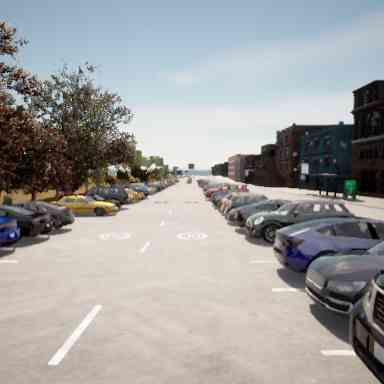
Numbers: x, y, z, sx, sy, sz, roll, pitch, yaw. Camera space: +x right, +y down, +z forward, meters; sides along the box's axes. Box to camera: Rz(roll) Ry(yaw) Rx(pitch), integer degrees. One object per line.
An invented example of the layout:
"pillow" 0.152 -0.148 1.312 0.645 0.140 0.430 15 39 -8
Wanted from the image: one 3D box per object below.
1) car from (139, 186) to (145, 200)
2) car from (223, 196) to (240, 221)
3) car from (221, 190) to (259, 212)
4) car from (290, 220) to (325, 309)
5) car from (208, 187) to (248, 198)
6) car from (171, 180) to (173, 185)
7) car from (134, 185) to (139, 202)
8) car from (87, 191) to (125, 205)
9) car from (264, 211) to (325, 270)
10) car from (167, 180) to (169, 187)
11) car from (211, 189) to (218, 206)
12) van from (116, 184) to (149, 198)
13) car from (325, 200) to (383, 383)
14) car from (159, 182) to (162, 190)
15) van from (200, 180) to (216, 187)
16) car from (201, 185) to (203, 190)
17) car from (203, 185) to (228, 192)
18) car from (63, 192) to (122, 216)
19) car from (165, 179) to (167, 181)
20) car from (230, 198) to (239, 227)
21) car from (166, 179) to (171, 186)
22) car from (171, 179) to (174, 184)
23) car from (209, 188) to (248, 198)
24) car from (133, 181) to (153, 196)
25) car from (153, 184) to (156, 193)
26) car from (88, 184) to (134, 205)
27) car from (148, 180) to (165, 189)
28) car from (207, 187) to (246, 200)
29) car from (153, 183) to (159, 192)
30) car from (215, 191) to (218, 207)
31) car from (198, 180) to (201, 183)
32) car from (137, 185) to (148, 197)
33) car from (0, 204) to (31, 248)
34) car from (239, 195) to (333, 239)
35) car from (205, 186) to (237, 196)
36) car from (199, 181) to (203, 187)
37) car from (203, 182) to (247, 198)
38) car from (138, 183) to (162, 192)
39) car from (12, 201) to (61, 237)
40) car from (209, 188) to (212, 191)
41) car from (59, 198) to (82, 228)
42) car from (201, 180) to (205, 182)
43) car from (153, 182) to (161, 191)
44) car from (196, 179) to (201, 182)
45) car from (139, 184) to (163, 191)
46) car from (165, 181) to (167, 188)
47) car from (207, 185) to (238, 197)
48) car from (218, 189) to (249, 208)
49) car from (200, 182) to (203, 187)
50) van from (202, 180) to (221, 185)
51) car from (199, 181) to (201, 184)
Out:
"car" -8.535 0.448 39.071 5.008 1.535 2.097 0 3 0
"car" 4.511 1.179 19.743 4.792 1.488 2.163 0 2 0
"car" 4.509 0.949 22.525 4.553 1.767 2.185 0 2 0
"car" 4.546 1.398 5.808 4.892 1.521 2.231 0 1 0
"car" 4.543 0.481 39.238 4.674 1.452 2.002 0 3 0
"car" -8.510 -2.052 92.049 4.792 1.488 2.163 0 3 0
"car" -8.571 0.448 36.283 4.553 1.767 2.185 0 2 0
"car" -8.545 0.901 27.924 5.008 1.535 2.097 0 2 0
"car" 4.569 1.398 8.588 4.792 1.488 2.163 0 1 0
"car" -8.544 -1.403 78.139 5.008 1.535 2.097 0 3 0
"car" 4.546 0.794 30.881 5.008 1.535 2.097 0 2 0
"van" -8.423 -0.174 47.530 4.442 1.987 1.878 0 3 0
"car" 4.511 1.164 3.017 5.566 2.045 2.435 0 0 0
"car" -8.568 -0.573 61.449 4.792 1.488 2.163 0 3 0
"van" 4.657 -2.443 94.829 4.442 1.987 1.878 0 3 0
"car" 4.355 0.048 47.576 5.366 1.575 1.946 0 3 0
"car" 4.538 -0.695 64.261 4.674 1.452 2.002 0 3 0
"car" -8.355 0.991 25.136 5.366 1.575 1.946 0 2 0
"car" -8.508 -1.393 75.352 4.553 1.767 2.185 0 3 0
"car" 4.569 1.247 16.956 4.792 1.488 2.163 0 1 0
"car" -8.512 -1.789 80.911 5.566 2.045 2.435 0 3 0
"car" -8.545 -2.218 94.831 5.008 1.535 2.097 0 3 0
"car" 4.545 0.685 33.669 5.008 1.535 2.097 0 2 0
"car" -8.511 -0.069 44.746 5.566 2.045 2.435 0 3 0
"car" -8.542 -0.169 53.106 4.674 1.452 2.002 0 3 0
"car" -8.568 0.549 30.702 5.566 2.045 2.435 0 2 0
"car" -8.512 -0.986 64.220 5.566 2.045 2.435 0 3 0
"car" 4.545 0.181 44.796 5.008 1.535 2.097 0 3 0
"car" -8.545 -0.340 55.886 5.008 1.535 2.097 0 3 0
"car" 4.537 0.936 28.096 4.674 1.452 2.002 0 2 0
"car" 4.534 -1.807 86.500 4.892 1.521 2.231 0 3 0
"car" -8.725 0.309 41.976 5.366 1.575 1.946 0 3 0
"car" -8.535 1.328 11.197 5.008 1.535 2.097 0 1 0
"car" 4.571 1.151 14.166 4.553 1.767 2.185 0 1 0
"car" 4.534 -0.209 53.137 4.892 1.521 2.231 0 3 0
"car" 4.725 -0.871 67.039 5.366 1.575 1.946 0 3 0
"car" 4.512 0.060 42.005 5.566 2.045 2.435 0 3 0
"car" -8.509 -0.993 67.007 4.553 1.767 2.185 0 3 0
"car" -8.535 1.279 13.987 5.008 1.535 2.097 0 1 0
"car" 4.569 0.596 36.455 4.792 1.488 2.163 0 3 0
"car" -8.534 1.218 16.904 4.892 1.521 2.231 0 1 0
"car" 4.571 -1.127 69.813 4.553 1.767 2.185 0 3 0
"car" -8.546 -0.471 58.668 4.892 1.521 2.231 0 3 0
"car" 4.355 -1.948 89.280 5.366 1.575 1.946 0 3 0
"car" -8.543 -0.961 69.797 4.674 1.452 2.002 0 3 0
"car" -8.534 -1.134 72.577 5.008 1.535 2.097 0 3 0
"car" 4.571 -0.199 50.226 4.553 1.767 2.185 0 3 0
"car" 4.509 0.864 25.304 4.553 1.767 2.185 0 2 0
"car" 4.545 -0.604 61.478 5.008 1.535 2.097 0 3 0
"van" 4.423 -0.566 55.907 4.442 1.987 1.878 0 3 0
"car" 4.569 -1.239 75.381 4.792 1.488 2.163 0 3 0
